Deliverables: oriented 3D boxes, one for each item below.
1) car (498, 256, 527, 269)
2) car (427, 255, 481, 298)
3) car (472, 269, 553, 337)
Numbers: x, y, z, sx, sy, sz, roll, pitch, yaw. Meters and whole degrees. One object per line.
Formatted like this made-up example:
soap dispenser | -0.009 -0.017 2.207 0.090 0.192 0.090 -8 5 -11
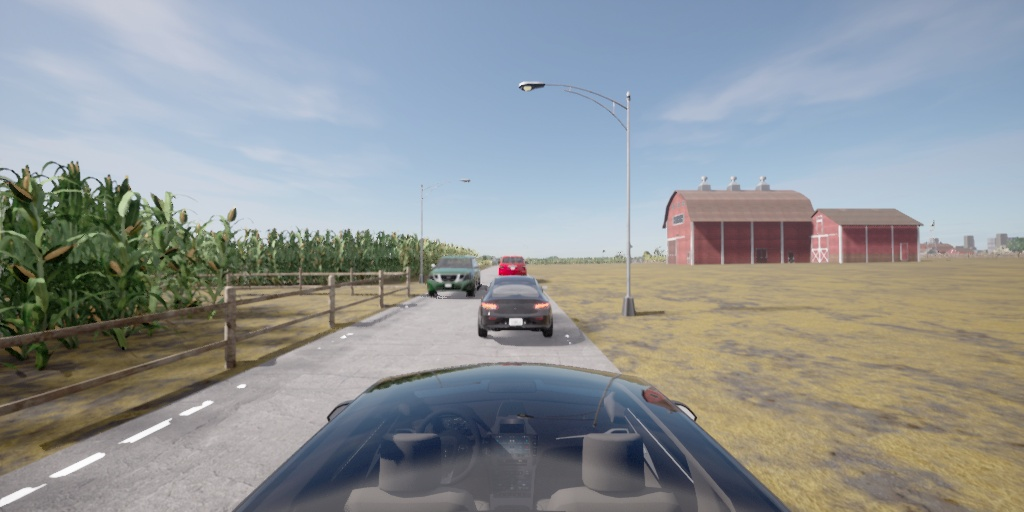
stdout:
car | 0.045 0.983 28.634 2.150 2.045 5.566 0 0 0
car | -2.883 0.977 18.972 2.150 2.045 5.566 0 0 0
car | 0.071 1.276 10.150 1.812 1.442 4.674 0 0 0
